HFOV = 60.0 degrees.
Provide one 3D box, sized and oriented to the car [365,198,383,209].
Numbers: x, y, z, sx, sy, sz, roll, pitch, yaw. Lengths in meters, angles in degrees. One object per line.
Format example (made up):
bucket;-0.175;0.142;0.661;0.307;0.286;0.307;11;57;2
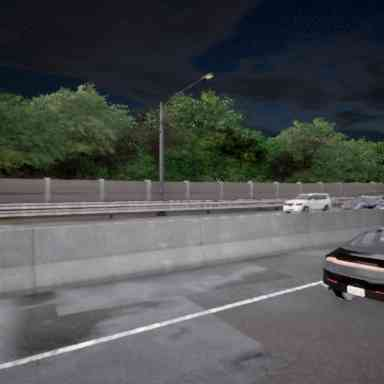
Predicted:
car;17.384;1.449;28.756;4.892;1.490;1.837;0;0;-34

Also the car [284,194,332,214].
car;11.673;1.176;33.353;5.566;2.045;2.150;0;0;-34

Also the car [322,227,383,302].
car;4.805;1.492;7.121;4.902;1.511;2.128;0;0;-35

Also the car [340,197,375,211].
car;16.481;1.283;32.364;4.553;1.767;2.097;-1;0;-34
